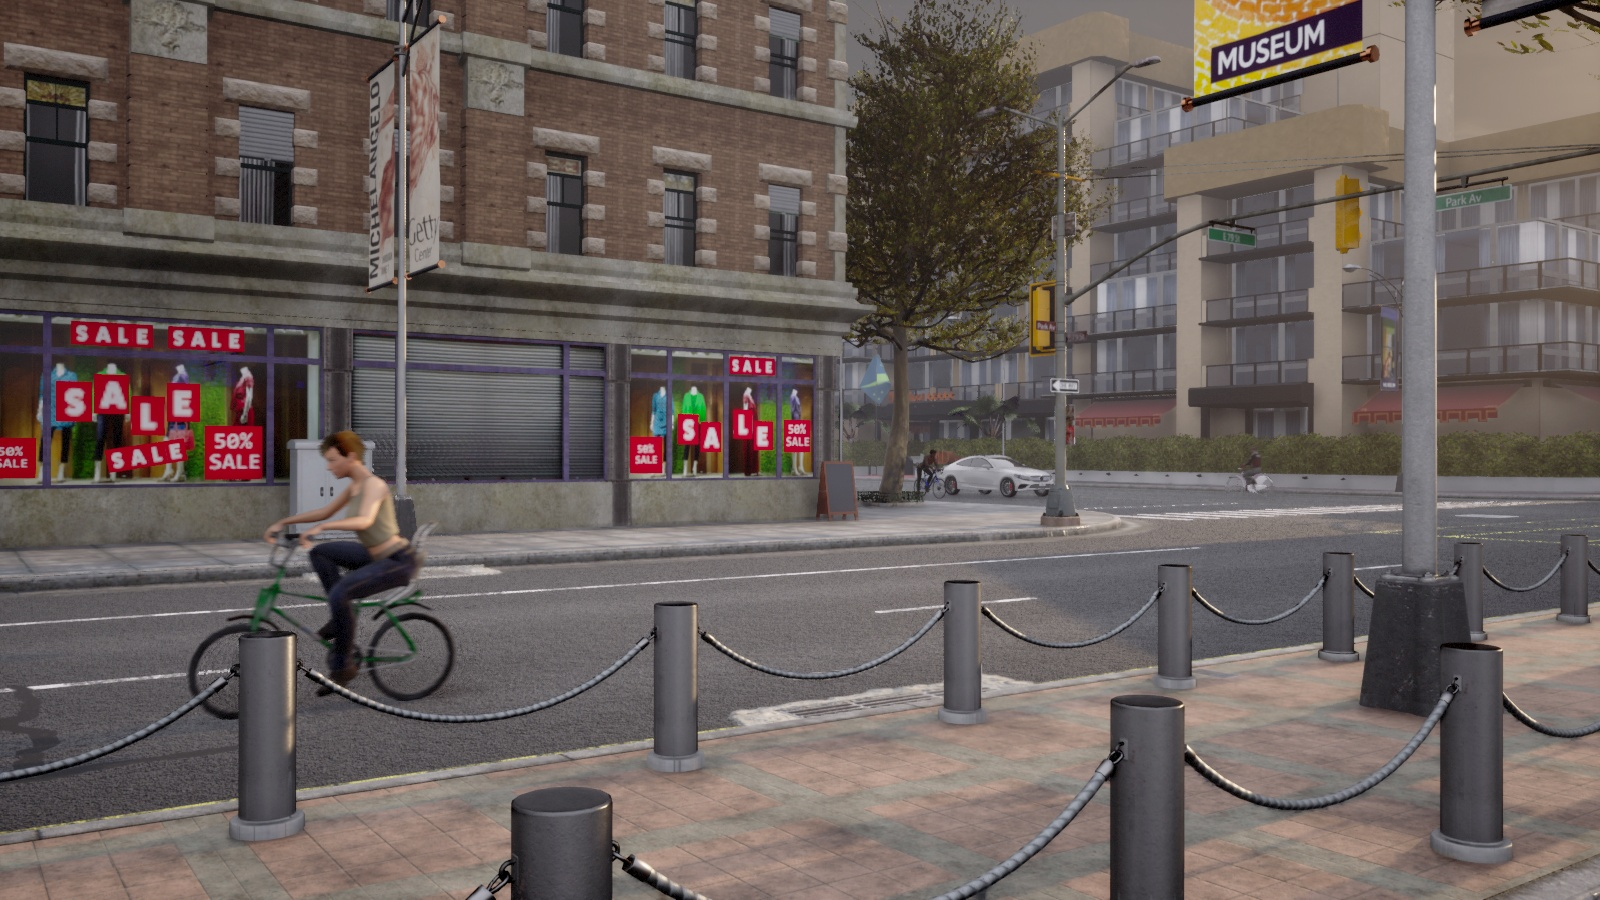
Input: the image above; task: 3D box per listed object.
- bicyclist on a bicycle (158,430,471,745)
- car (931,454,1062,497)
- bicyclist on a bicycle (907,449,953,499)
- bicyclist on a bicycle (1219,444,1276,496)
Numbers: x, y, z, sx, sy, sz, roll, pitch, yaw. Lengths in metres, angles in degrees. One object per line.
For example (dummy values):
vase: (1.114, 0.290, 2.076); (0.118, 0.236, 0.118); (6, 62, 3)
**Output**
bicyclist on a bicycle: (-2.778, 0.705, 7.206); (1.509, 1.612, 0.866); (0, 0, -35)
car: (6.844, 0.864, 44.275); (1.812, 1.442, 4.674); (0, 0, -35)
bicyclist on a bicycle: (4.320, 0.791, 41.780); (0.582, 1.620, 1.656); (0, 0, -35)
bicyclist on a bicycle: (15.636, 0.690, 43.942); (0.659, 1.776, 1.843); (0, 0, -35)
